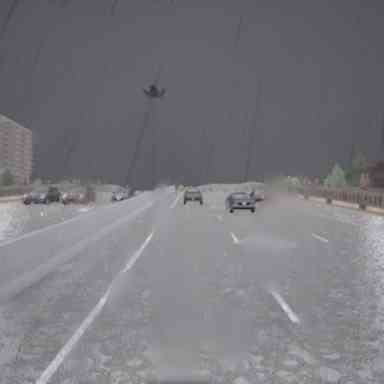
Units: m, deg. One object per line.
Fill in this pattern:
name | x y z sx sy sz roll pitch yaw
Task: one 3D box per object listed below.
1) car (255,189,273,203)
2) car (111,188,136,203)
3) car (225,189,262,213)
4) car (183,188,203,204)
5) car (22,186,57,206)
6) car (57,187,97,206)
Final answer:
car | 7.107 0.375 34.994 1.994 1.385 4.181 0 2 0
car | -7.082 0.317 34.555 2.128 1.511 4.902 0 2 0
car | 3.587 0.735 25.318 2.033 1.411 5.357 0 2 0
car | 0.107 0.341 33.978 2.128 1.511 4.902 0 2 0
car | -14.084 0.296 31.500 2.097 1.767 4.553 0 2 0
car | -10.584 0.296 31.498 2.097 1.767 4.553 0 2 0
